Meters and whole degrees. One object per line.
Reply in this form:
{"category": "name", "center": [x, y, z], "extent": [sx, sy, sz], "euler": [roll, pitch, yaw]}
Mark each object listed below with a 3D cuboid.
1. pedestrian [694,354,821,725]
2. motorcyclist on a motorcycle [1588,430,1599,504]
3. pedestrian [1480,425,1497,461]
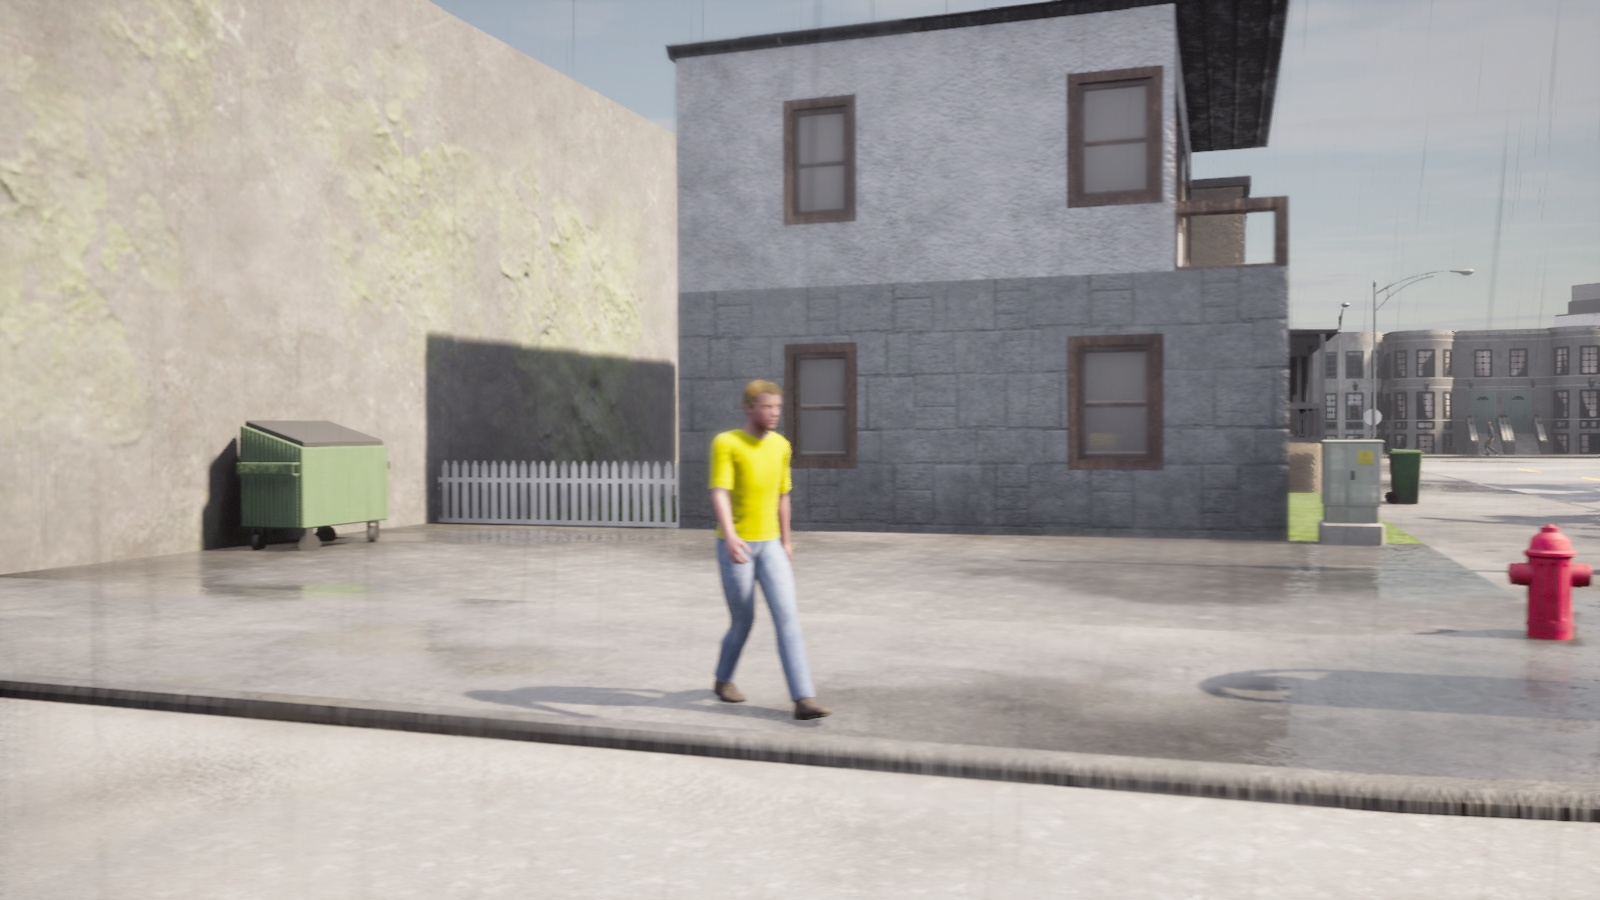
{"category": "pedestrian", "center": [-0.233, 0.437, 6.589], "extent": [0.354, 1.836, 0.706], "euler": [0, 1, -32]}
{"category": "motorcyclist on a motorcycle", "center": [18.251, 0.391, 27.841], "extent": [0.766, 1.649, 2.350], "euler": [0, 1, 19]}
{"category": "pedestrian", "center": [35.316, -0.372, 64.386], "extent": [0.726, 1.842, 0.402], "euler": [0, 1, 23]}
